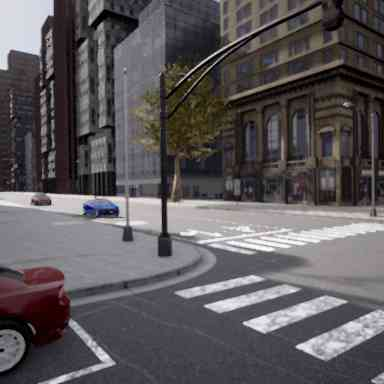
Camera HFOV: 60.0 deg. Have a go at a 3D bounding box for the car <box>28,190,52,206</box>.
[{"bbox_3d":[-21.325,0.978,47.014,2.097,1.767,4.553,-1,1,-36],"label":"car"}]

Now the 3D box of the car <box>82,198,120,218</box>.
[{"bbox_3d":[-7.820,1.291,28.311,1.882,1.535,5.008,-1,1,-36],"label":"car"}]

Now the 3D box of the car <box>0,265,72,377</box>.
[{"bbox_3d":[-3.817,1.547,3.919,4.507,1.381,1.887,0,-1,-36],"label":"car"}]
